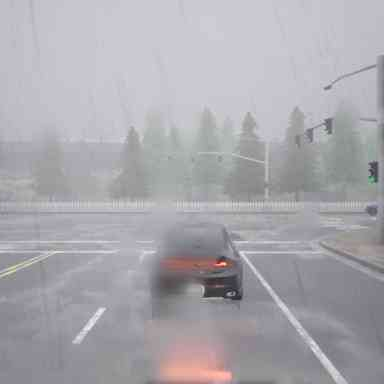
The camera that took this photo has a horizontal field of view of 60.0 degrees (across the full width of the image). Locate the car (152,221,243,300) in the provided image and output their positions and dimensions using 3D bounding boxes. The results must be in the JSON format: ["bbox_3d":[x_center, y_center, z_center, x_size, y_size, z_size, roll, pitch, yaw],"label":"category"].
[{"bbox_3d":[0.171,1.505,8.374,1.837,1.490,4.892,0,0,2],"label":"car"}]

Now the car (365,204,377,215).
[{"bbox_3d":[18.733,1.422,30.750,5.008,1.535,1.882,0,0,1],"label":"car"}]
